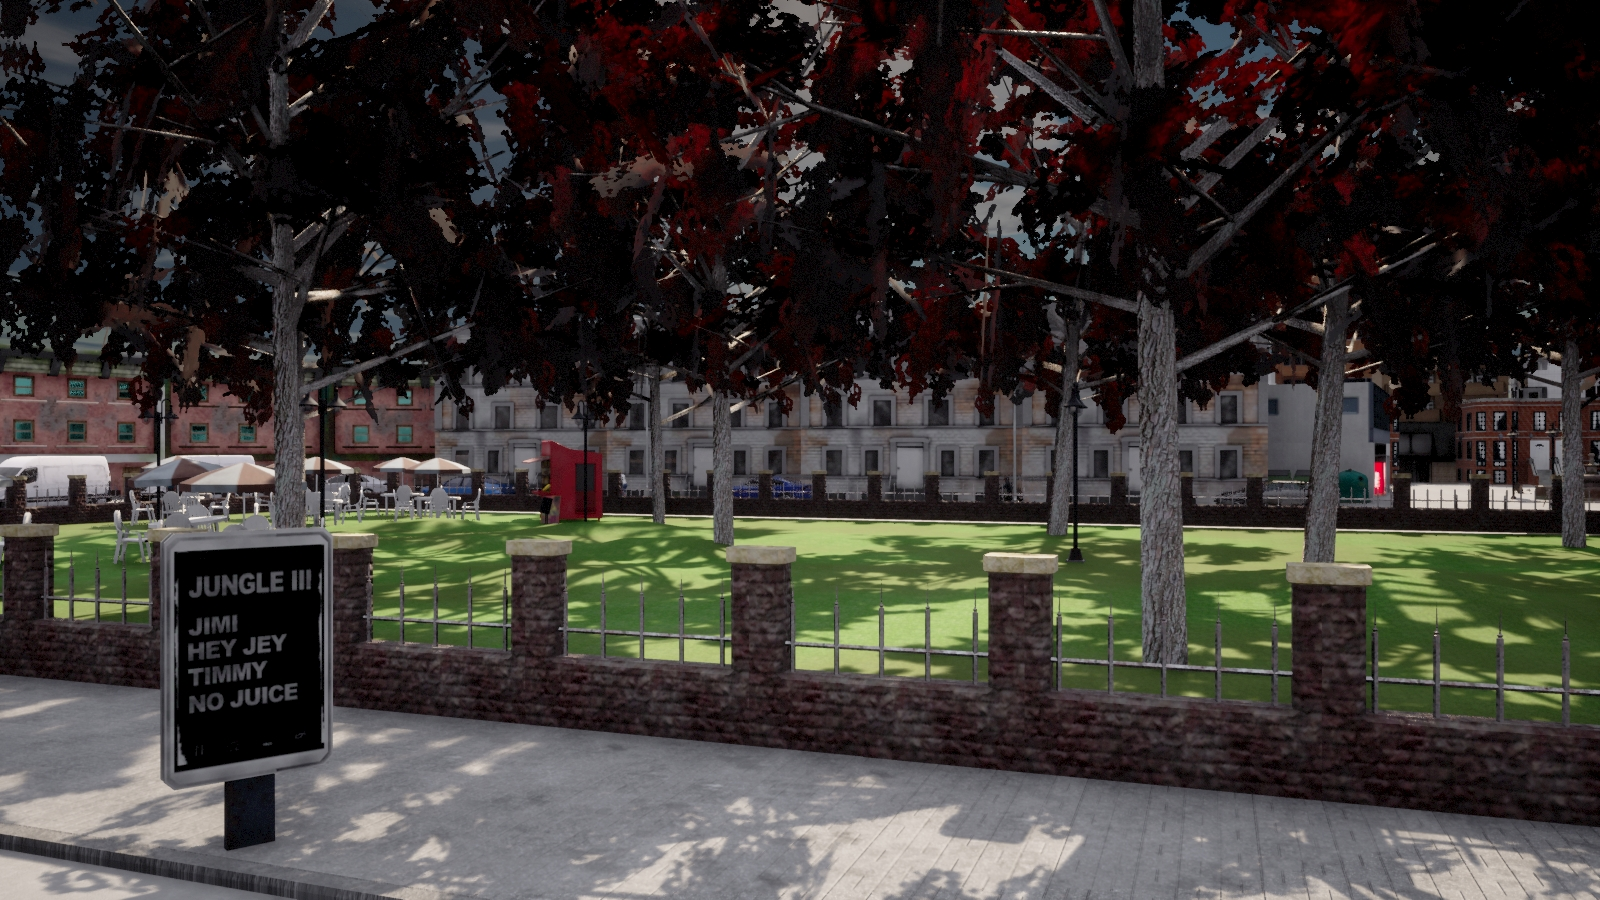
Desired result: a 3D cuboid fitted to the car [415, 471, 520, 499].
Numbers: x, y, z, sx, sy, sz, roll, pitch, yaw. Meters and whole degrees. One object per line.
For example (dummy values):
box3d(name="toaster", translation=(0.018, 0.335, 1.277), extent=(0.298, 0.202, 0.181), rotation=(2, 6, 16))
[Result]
box3d(name="car", translation=(-18.262, 1.902, 62.828), extent=(5.357, 1.411, 2.033), rotation=(0, 0, 19))

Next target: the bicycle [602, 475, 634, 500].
box3d(name="bicycle", translation=(-9.502, 1.948, 59.688), extent=(1.643, 1.296, 0.373), rotation=(0, 0, 20))

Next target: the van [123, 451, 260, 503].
box3d(name="van", translation=(-31.314, 1.336, 58.944), extent=(1.988, 2.561, 5.915), rotation=(0, 0, 41))

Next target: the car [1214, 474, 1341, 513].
box3d(name="car", translation=(20.336, 1.827, 48.875), extent=(4.902, 1.511, 2.128), rotation=(0, 0, 20))

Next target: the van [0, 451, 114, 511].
box3d(name="van", translation=(-34.456, 1.334, 51.696), extent=(1.988, 2.561, 5.915), rotation=(0, 0, 21))
